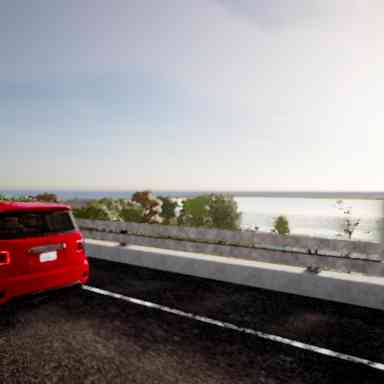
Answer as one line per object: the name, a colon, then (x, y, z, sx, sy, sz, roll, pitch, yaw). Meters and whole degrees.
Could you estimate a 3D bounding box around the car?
car: (-4.668, 1.213, 7.354, 5.566, 2.045, 2.150, 0, 0, 36)
